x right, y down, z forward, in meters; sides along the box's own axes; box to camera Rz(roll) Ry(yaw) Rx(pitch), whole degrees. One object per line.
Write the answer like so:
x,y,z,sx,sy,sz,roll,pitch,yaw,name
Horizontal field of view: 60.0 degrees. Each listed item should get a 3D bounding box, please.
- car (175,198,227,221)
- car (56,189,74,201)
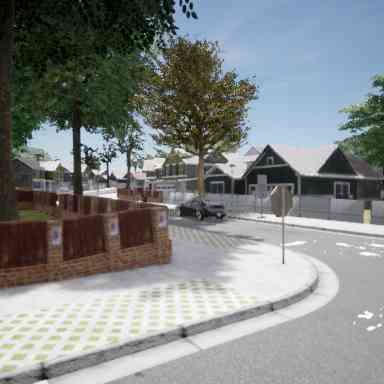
0.527,1.191,23.725,1.837,1.490,4.892,1,0,-30,car
-18.051,0.317,47.058,2.097,1.767,4.553,0,1,-31,car
